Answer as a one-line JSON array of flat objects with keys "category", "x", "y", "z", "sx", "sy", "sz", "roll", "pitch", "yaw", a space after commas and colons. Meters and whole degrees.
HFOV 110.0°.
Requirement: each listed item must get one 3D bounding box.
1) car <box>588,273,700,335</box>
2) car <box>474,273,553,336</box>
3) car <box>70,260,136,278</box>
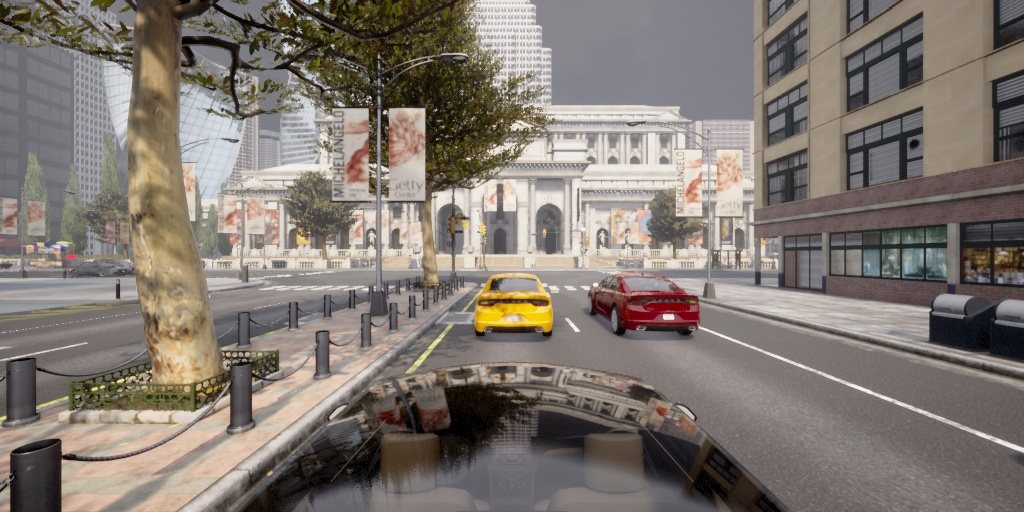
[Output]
[{"category": "car", "x": 3.558, "y": 1.228, "z": 10.582, "sx": 1.882, "sy": 1.535, "sz": 5.008, "roll": 0, "pitch": 0, "yaw": 0}, {"category": "car", "x": 0.056, "y": 1.228, "z": 10.403, "sx": 1.882, "sy": 1.535, "sz": 5.008, "roll": 0, "pitch": 0, "yaw": 1}, {"category": "car", "x": -38.961, "y": 1.314, "z": 34.058, "sx": 4.181, "sy": 1.385, "sz": 1.994, "roll": 0, "pitch": 0, "yaw": 0}]
